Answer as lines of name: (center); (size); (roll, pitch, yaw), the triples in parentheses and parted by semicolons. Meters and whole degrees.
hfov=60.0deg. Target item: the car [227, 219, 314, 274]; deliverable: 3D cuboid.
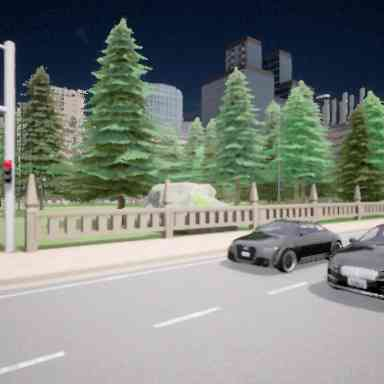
car: (3.134, 1.616, 10.890); (4.181, 1.385, 1.994); (0, 0, -38)

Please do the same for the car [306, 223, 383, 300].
car: (5.185, 1.519, 8.051); (4.902, 1.511, 2.128); (0, 0, -38)
